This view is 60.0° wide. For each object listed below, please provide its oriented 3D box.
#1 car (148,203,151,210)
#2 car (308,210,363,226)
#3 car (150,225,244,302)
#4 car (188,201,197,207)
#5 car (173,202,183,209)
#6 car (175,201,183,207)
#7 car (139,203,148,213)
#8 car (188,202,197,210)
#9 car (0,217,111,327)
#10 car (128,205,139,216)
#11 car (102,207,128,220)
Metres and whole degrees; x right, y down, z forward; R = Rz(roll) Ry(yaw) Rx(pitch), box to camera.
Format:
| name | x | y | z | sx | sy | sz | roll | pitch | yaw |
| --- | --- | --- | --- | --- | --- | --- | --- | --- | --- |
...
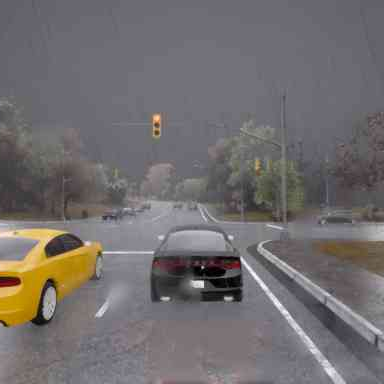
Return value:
| name | x | y | z | sx | sy | sz | roll | pitch | yaw |
| --- | --- | --- | --- | --- | --- | --- | --- | --- | --- |
| car | -10.346 | 3.223 | 75.267 | 2.033 | 1.411 | 5.357 | 0 | 0 | 0 |
| car | 13.575 | 2.424 | 31.560 | 4.902 | 1.511 | 2.128 | 0 | -2 | -3 |
| car | 0.102 | 1.565 | 8.490 | 1.882 | 1.535 | 5.008 | 0 | -1 | 0 |
| car | 0.061 | 3.164 | 86.681 | 1.994 | 1.385 | 4.181 | 0 | 0 | -3 |
| car | -3.343 | 3.176 | 76.633 | 1.837 | 1.490 | 4.892 | 0 | 0 | 0 |
| car | -3.440 | 3.158 | 86.702 | 1.994 | 1.385 | 4.181 | 0 | 0 | -3 |
| car | -10.408 | 3.240 | 64.686 | 2.128 | 1.511 | 4.902 | 0 | 0 | 1 |
| car | 0.154 | 3.223 | 73.325 | 2.128 | 1.511 | 4.902 | 0 | 0 | 0 |
| car | -3.406 | 1.542 | 7.248 | 1.882 | 1.535 | 5.008 | 0 | -1 | 0 |
| car | -10.472 | 3.206 | 54.581 | 1.812 | 1.442 | 4.674 | 0 | -1 | 0 |
| car | -10.519 | 2.998 | 44.711 | 2.033 | 1.411 | 5.357 | 0 | -2 | 1 |
